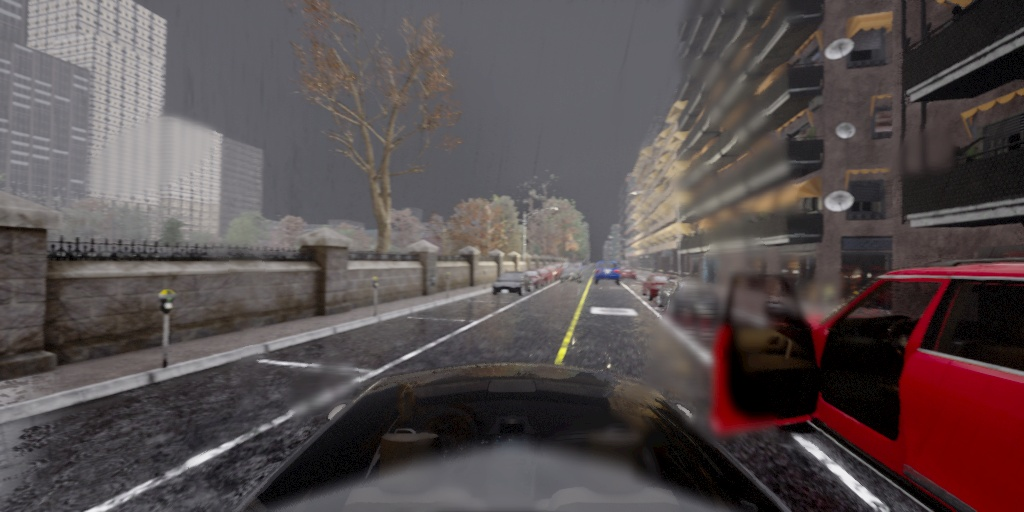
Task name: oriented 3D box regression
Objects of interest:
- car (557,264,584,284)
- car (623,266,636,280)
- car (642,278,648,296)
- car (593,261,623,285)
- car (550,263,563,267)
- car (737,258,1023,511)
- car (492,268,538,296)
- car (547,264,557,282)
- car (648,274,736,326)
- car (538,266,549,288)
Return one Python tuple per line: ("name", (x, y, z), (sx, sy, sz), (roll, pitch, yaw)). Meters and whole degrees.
("car", (5.656, 1.786, 33.718), (1.837, 1.490, 4.892), (1, -1, 14))
("car", (13.479, 2.098, 41.773), (1.802, 1.307, 4.207), (0, 0, 13))
("car", (8.265, 1.666, 19.871), (1.888, 1.381, 4.507), (0, 0, 13))
("car", (8.762, 1.534, 33.165), (2.150, 2.045, 5.566), (1, -1, 13))
("car", (4.024, 1.763, 38.239), (1.967, 1.591, 4.097), (0, 0, 13))
("car", (3.812, 1.035, 2.405), (2.150, 2.045, 5.566), (1, -1, 13))
("car", (0.113, 1.597, 21.814), (1.948, 1.339, 4.313), (0, 0, 13))
("car", (2.720, 1.767, 32.765), (1.888, 1.381, 4.507), (0, 0, 13))
("car", (6.960, 1.576, 14.394), (2.007, 1.370, 4.403), (0, 0, 13))
("car", (1.417, 1.708, 27.291), (1.802, 1.307, 4.207), (0, 0, 13))
